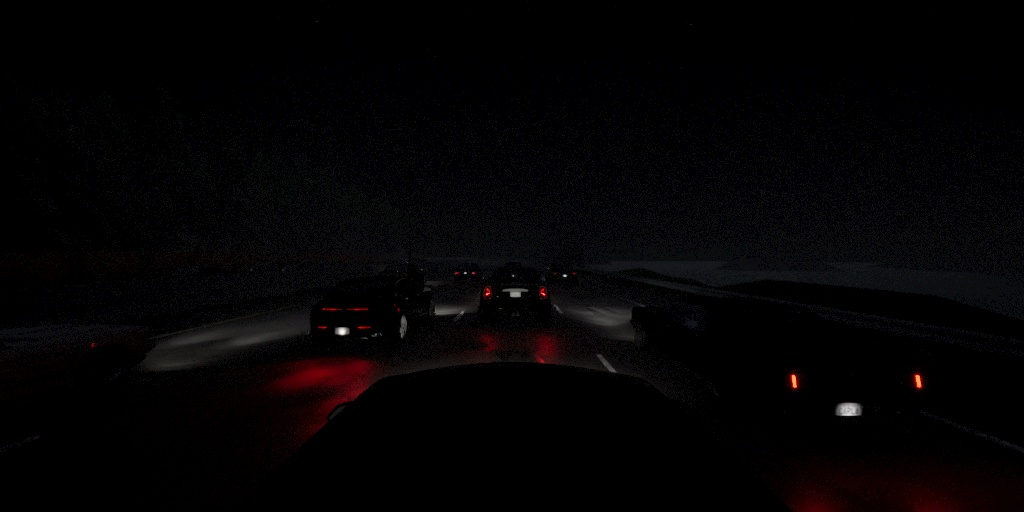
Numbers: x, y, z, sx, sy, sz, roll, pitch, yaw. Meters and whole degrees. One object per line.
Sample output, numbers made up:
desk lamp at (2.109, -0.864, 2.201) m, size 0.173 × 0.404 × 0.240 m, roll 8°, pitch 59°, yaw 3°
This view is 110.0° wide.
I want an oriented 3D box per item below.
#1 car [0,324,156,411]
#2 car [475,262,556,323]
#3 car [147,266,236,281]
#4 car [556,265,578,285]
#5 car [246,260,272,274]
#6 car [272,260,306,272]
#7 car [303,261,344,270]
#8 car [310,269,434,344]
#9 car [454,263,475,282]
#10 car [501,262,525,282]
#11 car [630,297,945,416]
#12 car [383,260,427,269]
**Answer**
car at (-6.900, 1.351, 3.822) m, size 1.895 × 1.301 × 4.718 m, roll 0°, pitch 0°, yaw 0°
car at (0.098, 1.103, 12.202) m, size 2.097 × 1.767 × 4.553 m, roll 0°, pitch 0°, yaw 0°
car at (-17.604, 1.277, 19.975) m, size 1.812 × 1.442 × 4.674 m, roll 0°, pitch 0°, yaw 0°
car at (3.595, 1.317, 26.316) m, size 1.994 × 1.385 × 4.181 m, roll 0°, pitch 0°, yaw 0°
car at (-28.096, 1.244, 41.142) m, size 2.128 × 1.511 × 4.902 m, roll 0°, pitch 0°, yaw 0°
car at (-24.597, 1.244, 41.190) m, size 2.128 × 1.511 × 4.902 m, roll 0°, pitch 0°, yaw 0°
car at (-21.101, 1.354, 40.732) m, size 1.895 × 1.301 × 4.718 m, roll 0°, pitch 0°, yaw 0°
car at (-3.402, 1.256, 9.601) m, size 1.837 × 1.490 × 4.892 m, roll 0°, pitch 0°, yaw 0°
car at (-3.407, 1.300, 28.651) m, size 2.033 × 1.411 × 5.357 m, roll 0°, pitch 0°, yaw 0°
car at (0.094, 1.258, 29.897) m, size 1.837 × 1.490 × 4.892 m, roll 0°, pitch 0°, yaw 0°
car at (3.599, 1.351, 6.051) m, size 1.895 × 1.301 × 4.718 m, roll 0°, pitch 0°, yaw 0°
car at (-6.904, 1.230, 23.006) m, size 1.882 × 1.535 × 5.008 m, roll 0°, pitch 0°, yaw 0°
